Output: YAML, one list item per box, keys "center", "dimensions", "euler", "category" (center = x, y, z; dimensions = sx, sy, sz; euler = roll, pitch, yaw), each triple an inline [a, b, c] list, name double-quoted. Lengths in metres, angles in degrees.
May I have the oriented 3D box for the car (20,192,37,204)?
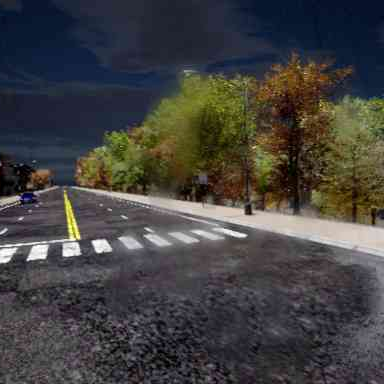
- center: [-22.526, 0.809, 45.831]
  dimensions: [1.812, 1.442, 4.674]
  euler: [-3, 2, -21]
  category: "car"
